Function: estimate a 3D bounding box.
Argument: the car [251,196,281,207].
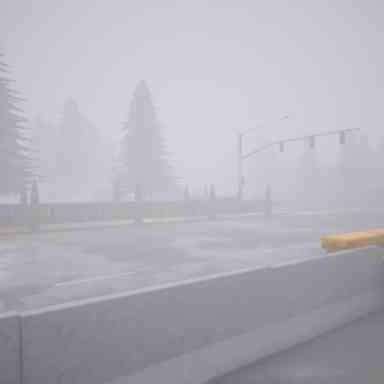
[{"bbox_3d":[9.663,1.282,44.147,1.812,1.442,4.674,-1,0,-35],"label":"car"}]
